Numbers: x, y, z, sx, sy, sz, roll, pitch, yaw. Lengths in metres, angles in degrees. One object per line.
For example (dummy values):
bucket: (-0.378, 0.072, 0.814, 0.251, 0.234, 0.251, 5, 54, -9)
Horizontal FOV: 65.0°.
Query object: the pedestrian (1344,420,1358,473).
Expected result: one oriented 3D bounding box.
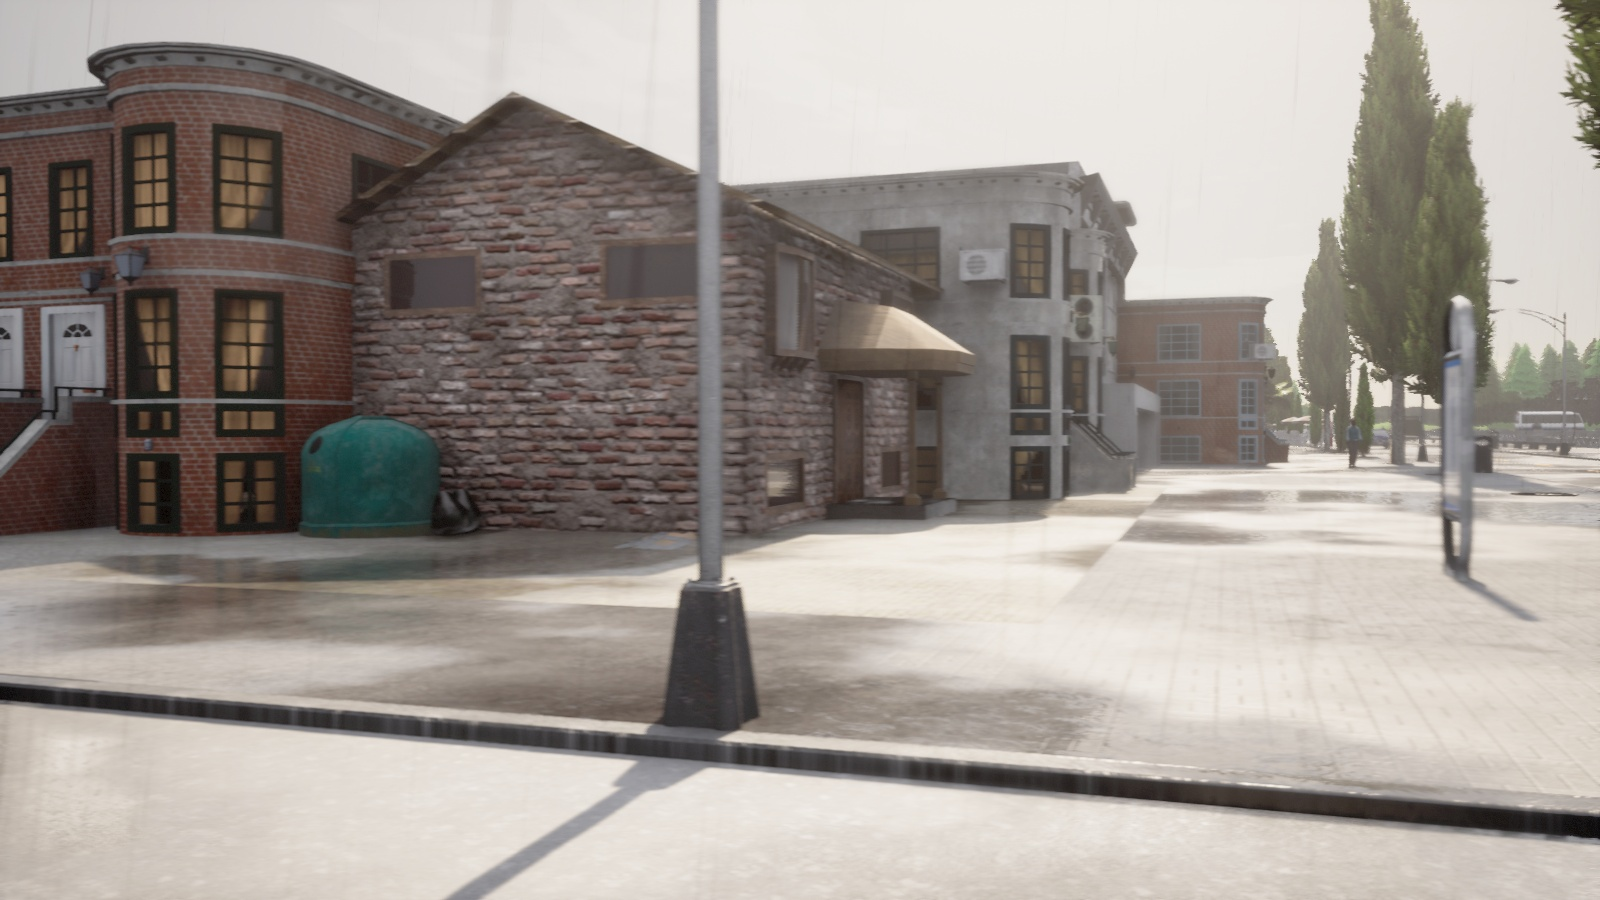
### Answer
pedestrian: (20.406, -0.136, 46.497, 0.396, 1.930, 0.692, 1, 1, 19)
